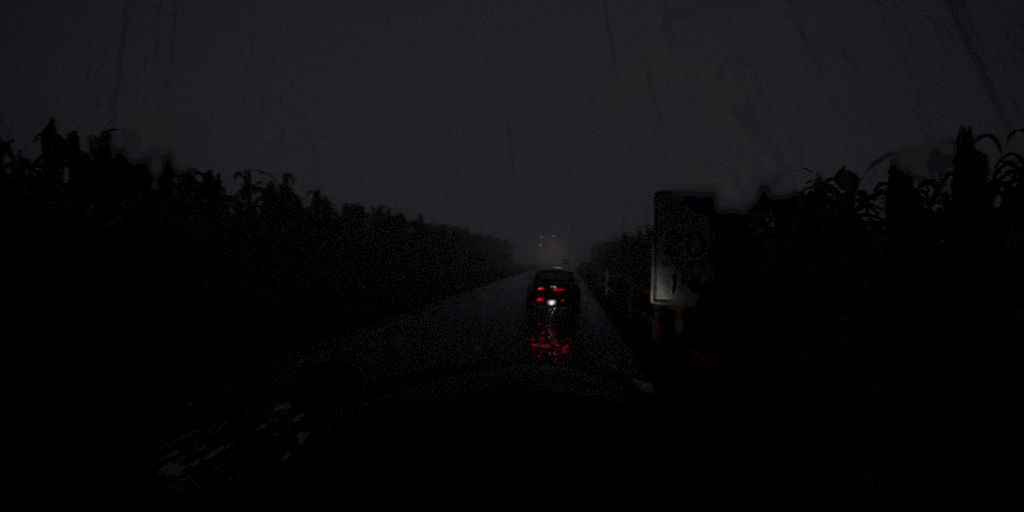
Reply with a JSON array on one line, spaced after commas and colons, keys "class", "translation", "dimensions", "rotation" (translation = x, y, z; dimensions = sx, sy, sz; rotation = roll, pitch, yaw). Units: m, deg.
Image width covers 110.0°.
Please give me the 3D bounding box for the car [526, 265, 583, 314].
[{"class": "car", "translation": [1.679, 1.268, 14.103], "dimensions": [1.837, 1.490, 4.892], "rotation": [2, 0, 9]}]
